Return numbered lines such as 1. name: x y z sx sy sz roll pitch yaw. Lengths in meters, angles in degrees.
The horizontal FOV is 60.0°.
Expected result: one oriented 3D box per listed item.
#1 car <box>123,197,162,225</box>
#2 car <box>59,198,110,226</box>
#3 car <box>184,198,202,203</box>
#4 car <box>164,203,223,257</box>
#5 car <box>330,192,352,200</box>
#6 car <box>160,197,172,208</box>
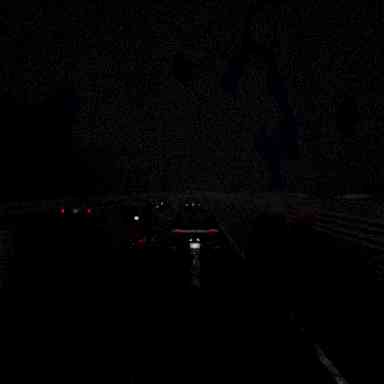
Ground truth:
1. car: -3.406 1.341 22.845 1.837 1.490 4.892 0 0 0
2. car: -6.901 1.177 21.861 2.097 1.767 4.553 1 0 0
3. car: 0.093 1.307 35.238 2.033 1.411 5.357 0 0 0
4. car: 0.094 1.401 12.568 2.128 1.511 4.902 0 0 0
5. car: 37.201 0.973 82.950 2.150 2.045 5.566 0 1 -35
6. car: -3.406 1.297 39.780 1.994 1.385 4.181 0 0 0
